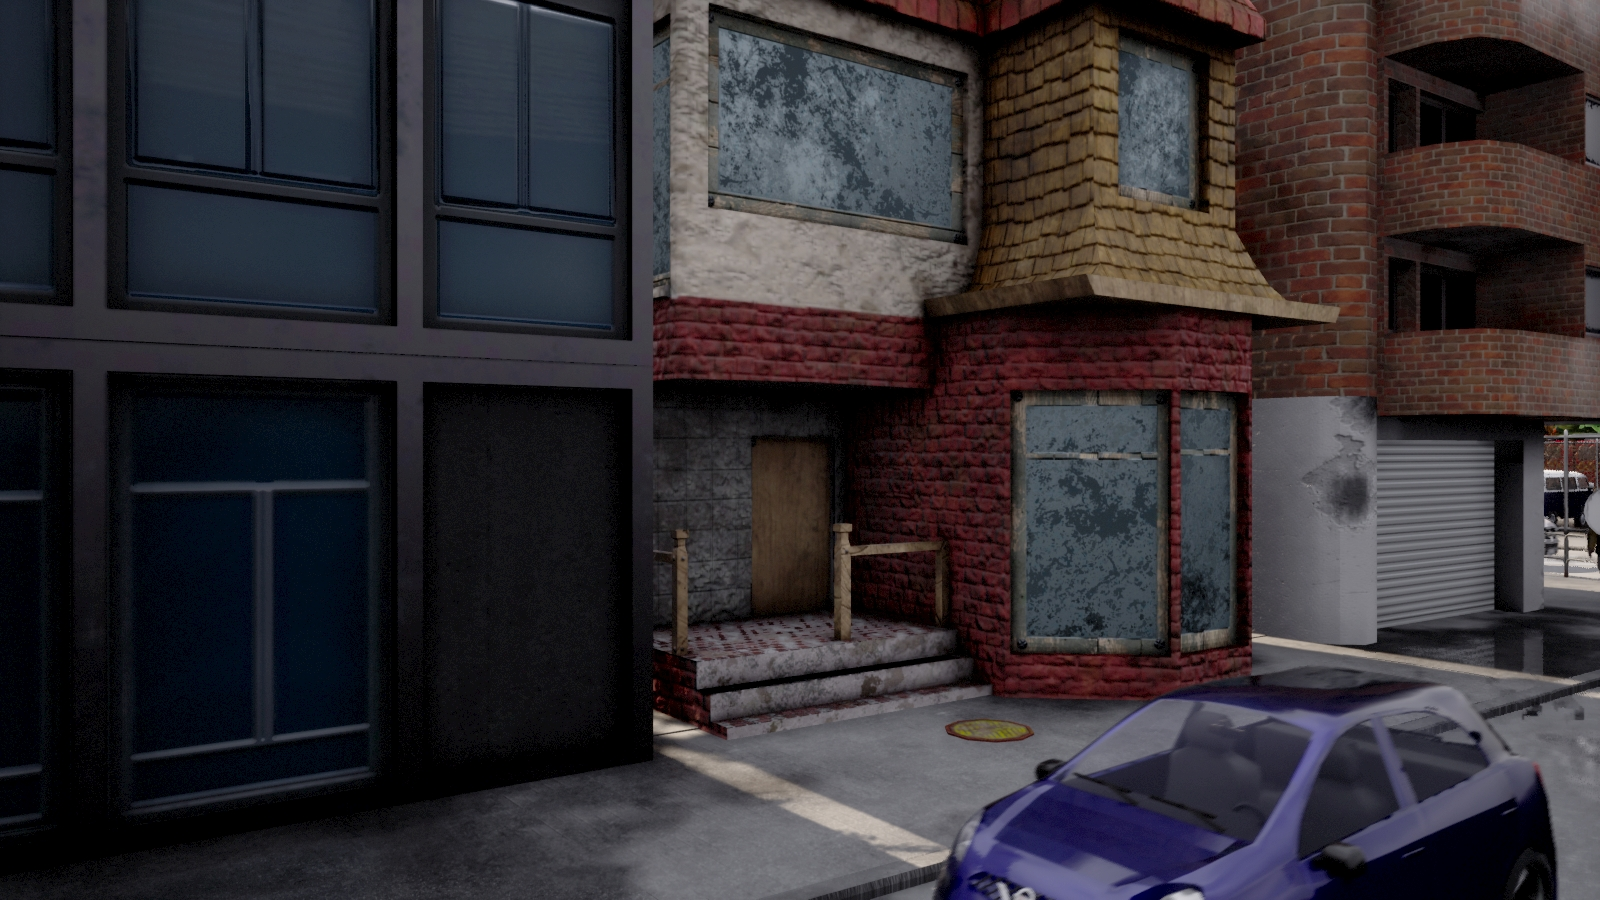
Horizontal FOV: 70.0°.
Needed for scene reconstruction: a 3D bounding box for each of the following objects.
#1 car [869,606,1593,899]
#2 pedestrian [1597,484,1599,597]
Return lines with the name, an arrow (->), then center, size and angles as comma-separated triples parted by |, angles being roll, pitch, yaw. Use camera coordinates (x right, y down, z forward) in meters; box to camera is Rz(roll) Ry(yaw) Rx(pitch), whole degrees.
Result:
car -> 2.365, 1.816, 6.024 | 3.633, 1.501, 1.845 | 0, 0, -35
pedestrian -> 13.488, 1.507, 19.013 | 0.375, 1.860, 0.375 | 0, 0, 36
